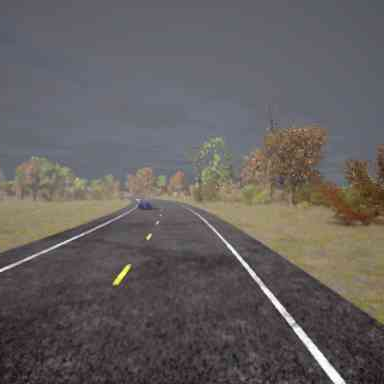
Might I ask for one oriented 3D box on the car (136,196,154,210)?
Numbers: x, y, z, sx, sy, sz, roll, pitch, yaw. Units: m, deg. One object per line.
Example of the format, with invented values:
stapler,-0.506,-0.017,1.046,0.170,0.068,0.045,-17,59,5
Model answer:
car,-5.570,1.500,40.266,1.895,1.301,4.718,0,0,-5
